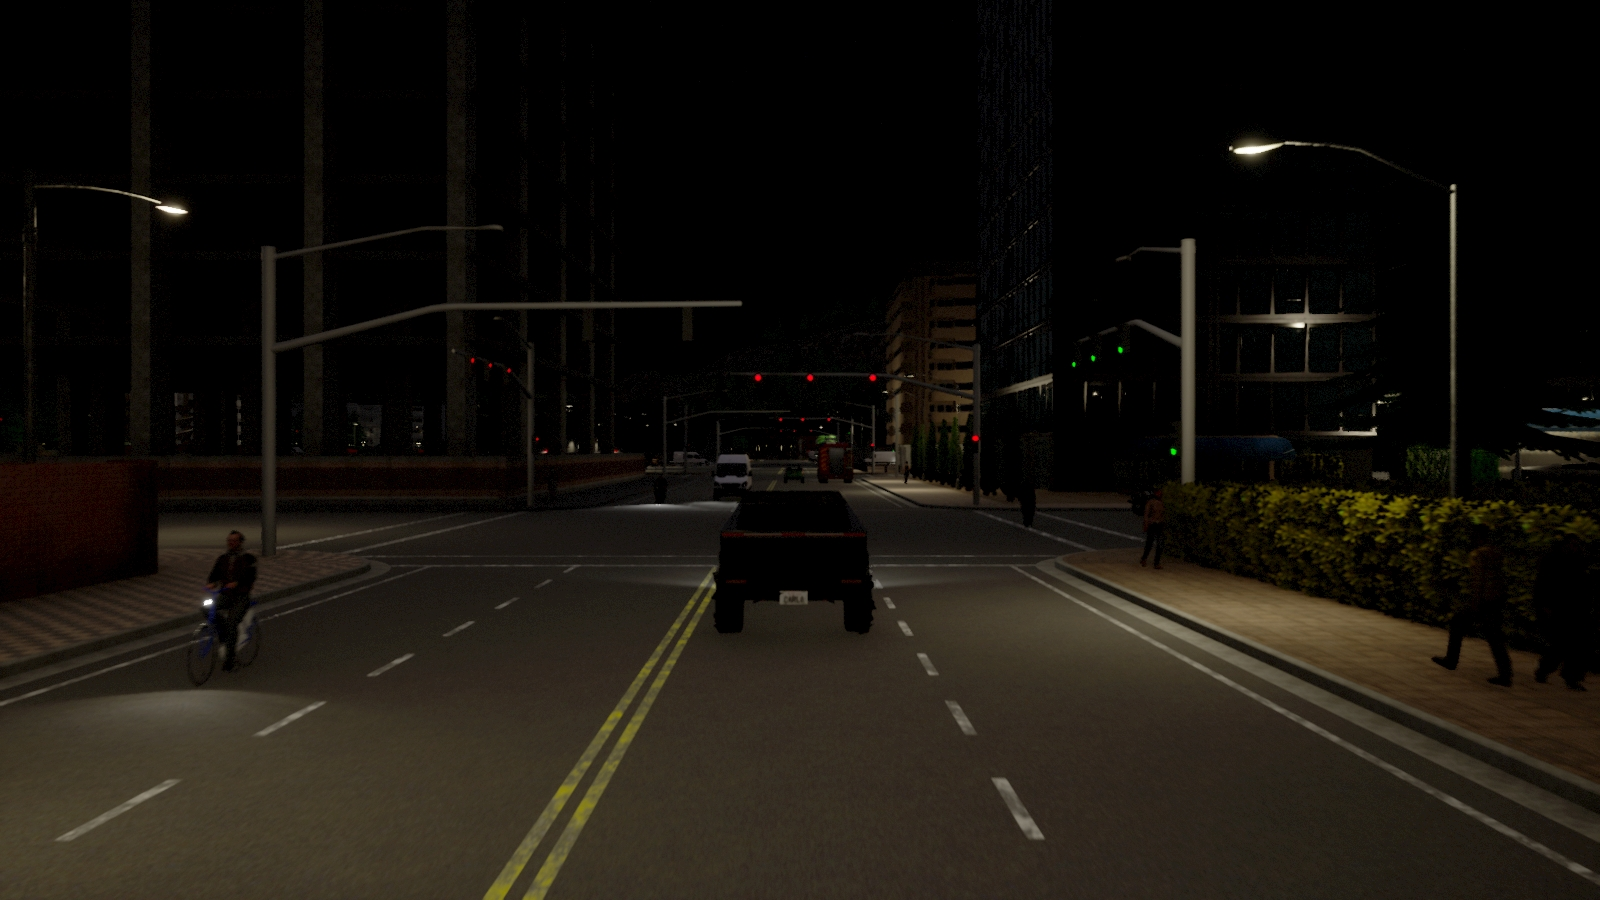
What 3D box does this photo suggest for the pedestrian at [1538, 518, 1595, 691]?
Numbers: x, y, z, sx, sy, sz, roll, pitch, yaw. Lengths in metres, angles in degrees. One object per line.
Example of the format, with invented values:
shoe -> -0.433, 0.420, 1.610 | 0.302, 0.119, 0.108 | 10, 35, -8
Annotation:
pedestrian -> 8.486, 1.696, 12.656 | 0.375, 1.860, 0.375 | 0, 0, -1

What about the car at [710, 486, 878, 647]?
car -> -0.104, 1.754, 19.384 | 2.390, 2.098, 6.274 | 0, 0, 0

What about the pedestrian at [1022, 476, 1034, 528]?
pedestrian -> 8.158, 1.848, 40.839 | 0.375, 1.860, 0.375 | 0, 0, 1

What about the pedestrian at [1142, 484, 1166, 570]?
pedestrian -> 7.835, 1.696, 25.297 | 0.375, 1.860, 0.375 | 0, 0, -13

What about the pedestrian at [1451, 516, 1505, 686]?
pedestrian -> 7.675, 1.695, 12.931 | 0.375, 1.860, 0.375 | 0, 0, -21
